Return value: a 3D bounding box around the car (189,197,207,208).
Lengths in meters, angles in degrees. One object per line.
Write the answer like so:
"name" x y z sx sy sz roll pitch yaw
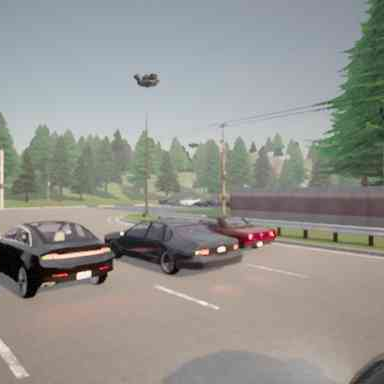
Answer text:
"car" 2.630 1.576 49.647 5.357 1.411 2.033 0 0 -42

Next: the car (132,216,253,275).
"car" -0.896 1.554 10.607 2.033 1.411 5.357 0 0 -42

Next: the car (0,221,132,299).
"car" -3.834 1.497 8.652 2.128 1.511 4.902 0 0 -42

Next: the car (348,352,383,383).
"car" 3.078 1.505 1.108 1.837 1.490 4.892 0 0 -42

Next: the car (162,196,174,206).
"car" -1.870 1.523 55.005 4.902 1.511 2.128 0 0 -42

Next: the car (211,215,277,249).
"car" 0.995 1.609 13.759 1.895 1.301 4.718 0 0 -42

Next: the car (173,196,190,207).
"car" -0.177 1.556 51.831 4.674 1.442 1.812 0 0 -42

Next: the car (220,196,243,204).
"car" 8.165 1.537 68.483 4.892 1.490 1.837 -1 1 -42

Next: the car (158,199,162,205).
"car" -3.636 1.512 58.111 5.008 1.535 1.882 0 0 -41

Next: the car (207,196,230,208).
"car" 4.848 1.380 46.930 4.553 1.767 2.097 0 0 -42
